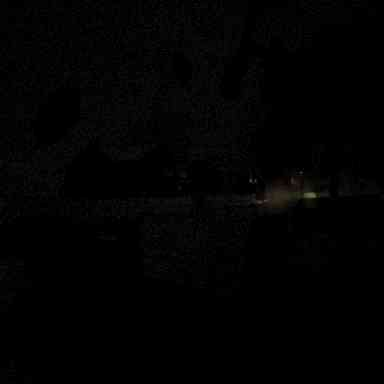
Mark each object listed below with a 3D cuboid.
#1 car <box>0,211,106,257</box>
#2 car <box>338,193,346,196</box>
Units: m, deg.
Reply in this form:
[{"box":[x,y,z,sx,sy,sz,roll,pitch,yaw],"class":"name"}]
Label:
[{"box":[-5.832,1.437,12.546,2.033,1.411,5.357,0,1,32],"class":"car"},{"box":[23.058,0.897,51.763,2.097,1.767,4.553,0,1,36],"class":"car"}]
